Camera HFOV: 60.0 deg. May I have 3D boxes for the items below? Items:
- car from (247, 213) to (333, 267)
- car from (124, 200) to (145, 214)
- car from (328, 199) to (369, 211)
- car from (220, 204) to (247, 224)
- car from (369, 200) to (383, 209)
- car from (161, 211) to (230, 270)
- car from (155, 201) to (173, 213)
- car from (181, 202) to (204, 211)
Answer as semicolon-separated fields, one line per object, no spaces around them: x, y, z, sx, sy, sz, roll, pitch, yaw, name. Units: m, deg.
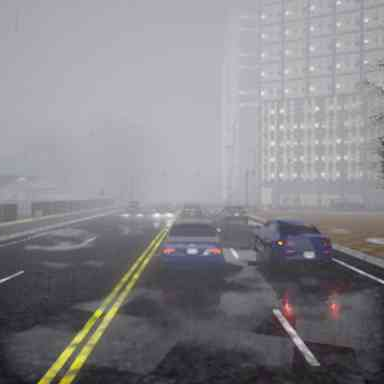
3.279;1.585;11.549;1.812;1.442;4.674;0;0;0;car
-6.646;1.721;39.100;1.837;1.490;4.892;0;-1;0;car
22.914;1.926;49.337;5.009;1.841;2.192;0;1;20;car
3.244;1.686;26.176;2.033;1.411;5.357;0;0;0;car
30.936;2.035;54.807;4.403;1.369;2.008;0;1;20;car
0.027;1.604;11.166;2.033;1.411;5.357;0;0;0;car
-3.391;1.824;40.575;1.895;1.301;4.718;0;0;0;car
0.011;1.649;29.536;2.128;1.511;4.902;0;0;0;car
